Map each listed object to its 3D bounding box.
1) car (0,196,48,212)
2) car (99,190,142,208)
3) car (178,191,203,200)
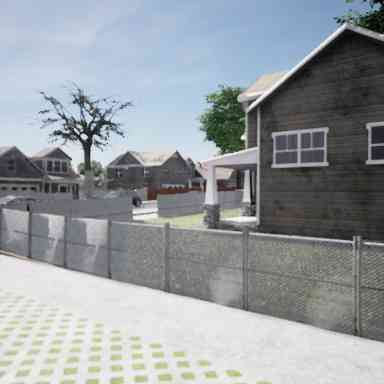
[{"bbox_3d":[-12.481,1.032,23.271,2.128,1.511,4.902,0,2,35],"label":"car"},{"bbox_3d":[-6.894,0.626,31.183,2.097,1.767,4.553,0,2,35],"label":"car"},{"bbox_3d":[0.167,0.541,41.182,1.895,1.301,4.718,0,2,35],"label":"car"}]
